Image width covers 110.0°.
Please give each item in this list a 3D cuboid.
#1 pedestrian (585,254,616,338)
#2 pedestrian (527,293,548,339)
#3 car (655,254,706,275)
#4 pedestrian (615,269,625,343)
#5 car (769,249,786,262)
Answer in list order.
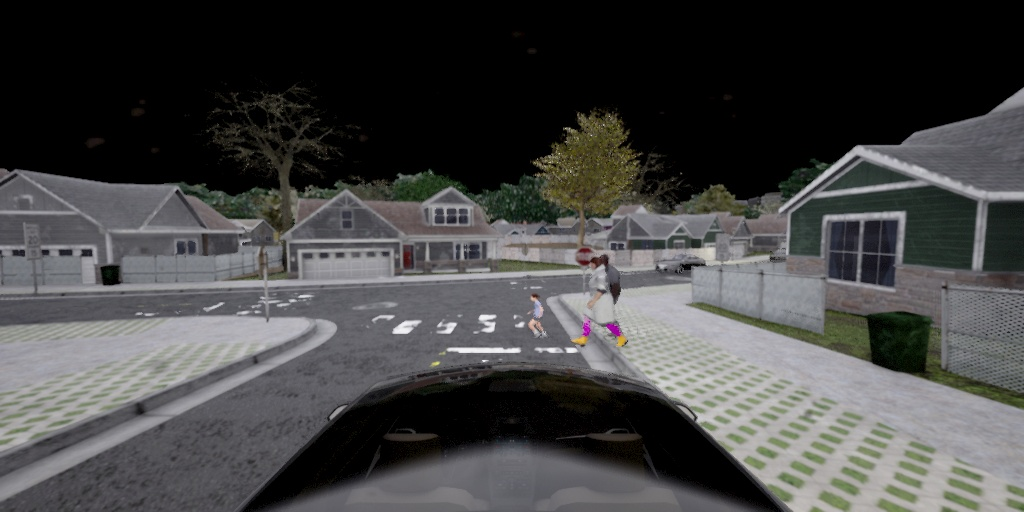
[{"bbox_3d":[1.712,0.869,6.991,0.375,1.860,0.375,-3,4,0],"label":"pedestrian"},{"bbox_3d":[0.615,1.341,8.237,0.500,1.100,0.500,-3,4,0],"label":"pedestrian"},{"bbox_3d":[13.632,0.605,28.966,4.902,1.511,2.128,-2,4,-33],"label":"car"},{"bbox_3d":[2.065,0.818,7.601,0.375,1.860,0.375,-3,4,0],"label":"pedestrian"},{"bbox_3d":[32.151,-0.014,42.433,4.892,1.490,1.837,-2,4,-38],"label":"car"}]
